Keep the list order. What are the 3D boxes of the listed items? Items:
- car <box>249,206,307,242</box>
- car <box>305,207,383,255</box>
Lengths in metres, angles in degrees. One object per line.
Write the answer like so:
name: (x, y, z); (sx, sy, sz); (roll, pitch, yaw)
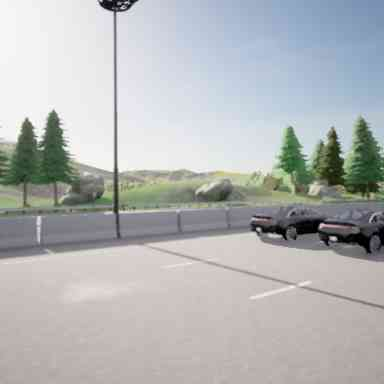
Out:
car: (4.944, 1.403, 15.810); (4.902, 1.511, 2.128); (-1, 0, -33)
car: (6.982, 1.403, 12.967); (4.902, 1.511, 2.128); (-1, 0, -33)
